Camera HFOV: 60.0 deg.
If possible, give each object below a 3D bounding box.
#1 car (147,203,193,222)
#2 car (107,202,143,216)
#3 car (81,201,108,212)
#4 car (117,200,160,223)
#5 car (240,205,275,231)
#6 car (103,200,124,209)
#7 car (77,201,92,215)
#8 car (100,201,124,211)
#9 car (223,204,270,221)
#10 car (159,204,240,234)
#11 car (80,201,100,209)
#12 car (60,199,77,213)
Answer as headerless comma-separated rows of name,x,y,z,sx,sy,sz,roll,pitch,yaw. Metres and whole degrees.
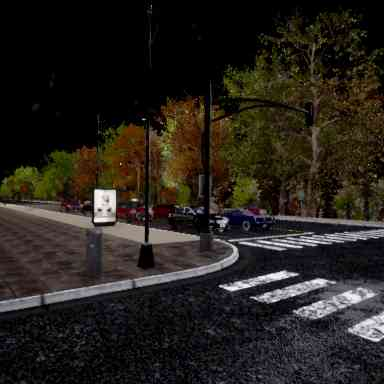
car,-2.036,1.750,29.220,1.812,1.442,4.674,1,-1,-35
car,-7.560,1.871,37.215,2.033,1.411,5.357,1,-1,-34
car,-13.556,1.980,45.955,2.033,1.411,5.357,1,-1,-34
car,-4.923,1.537,27.686,2.097,1.767,4.553,1,-1,-35
car,3.116,1.732,21.764,1.895,1.301,4.718,1,-1,-35
car,-13.705,2.129,57.875,1.837,1.490,4.892,1,-1,-35
car,-10.126,1.770,35.218,2.128,1.511,4.902,1,-1,-35
car,-11.973,2.024,49.526,1.812,1.442,4.674,1,-1,-34
car,4.958,1.852,30.881,1.994,1.385,4.181,1,-1,-35
car,0.293,1.582,20.113,2.128,1.511,4.902,1,-1,-34
car,-17.844,2.204,57.967,1.895,1.301,4.718,1,-1,-35
car,-15.726,1.732,43.375,2.097,1.767,4.553,1,-1,-34
